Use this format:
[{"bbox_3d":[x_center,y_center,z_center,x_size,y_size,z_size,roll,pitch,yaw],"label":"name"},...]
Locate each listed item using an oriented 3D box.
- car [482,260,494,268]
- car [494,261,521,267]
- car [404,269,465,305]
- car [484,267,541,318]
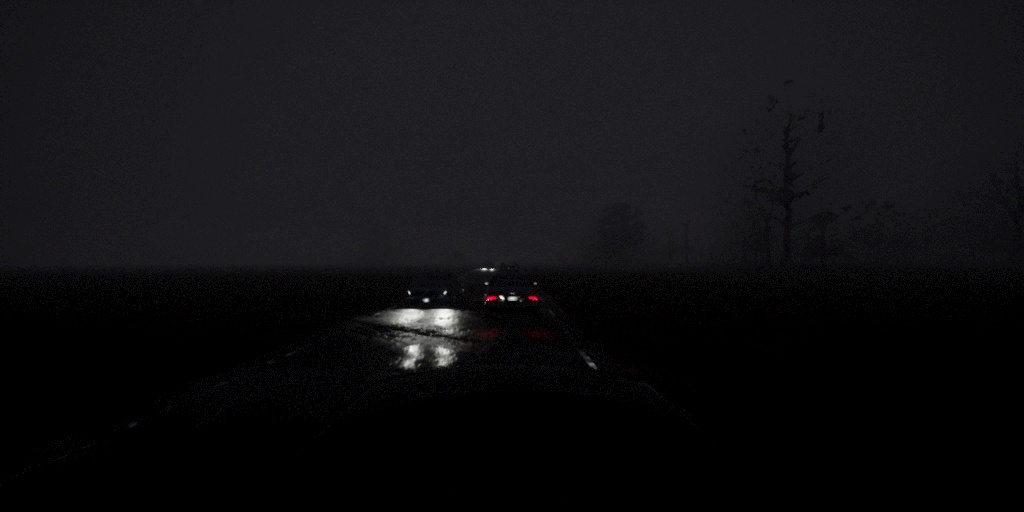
[{"bbox_3d":[-3.714,1.280,57.057,1.994,1.385,4.181,0,0,0],"label":"car"},{"bbox_3d":[-0.244,1.222,31.454,2.128,1.511,4.902,0,0,-1],"label":"car"},{"bbox_3d":[-3.257,1.293,16.188,2.033,1.411,5.357,0,0,-1],"label":"car"},{"bbox_3d":[-0.018,1.290,12.949,2.033,1.411,5.357,0,0,-1],"label":"car"}]
